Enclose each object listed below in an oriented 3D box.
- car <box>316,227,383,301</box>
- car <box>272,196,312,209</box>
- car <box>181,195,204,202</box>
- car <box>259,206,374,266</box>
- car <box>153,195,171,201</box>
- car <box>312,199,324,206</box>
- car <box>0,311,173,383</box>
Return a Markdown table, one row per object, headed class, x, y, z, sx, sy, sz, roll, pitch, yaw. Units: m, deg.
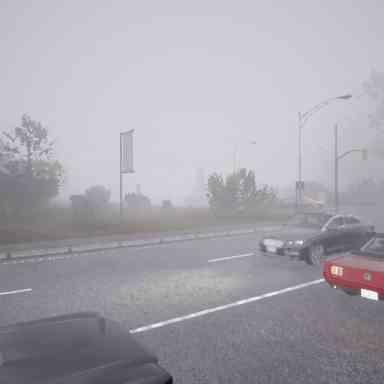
| class | x | y | z | sx | sy | sz | roll | pitch | yaw |
| --- | --- | --- | --- | --- | --- | --- | --- | --- | --- |
| car | 5.048 | 1.570 | 7.363 | 4.718 | 1.301 | 1.895 | 0 | 0 | -36 |
| car | 10.134 | 1.404 | 36.087 | 1.895 | 1.301 | 4.718 | -1 | 0 | -39 |
| car | 0.009 | 1.276 | 65.720 | 2.033 | 1.411 | 5.357 | -1 | 0 | -38 |
| car | 4.389 | 1.448 | 11.441 | 4.902 | 1.511 | 2.128 | 0 | 0 | -36 |
| car | -6.724 | 1.330 | 73.987 | 1.895 | 1.301 | 4.718 | -1 | 0 | -38 |
| car | 12.758 | 1.252 | 38.410 | 1.882 | 1.535 | 5.008 | -1 | 0 | -39 |
| car | -2.399 | 1.601 | 2.024 | 4.718 | 1.301 | 1.895 | 0 | 0 | -36 |
